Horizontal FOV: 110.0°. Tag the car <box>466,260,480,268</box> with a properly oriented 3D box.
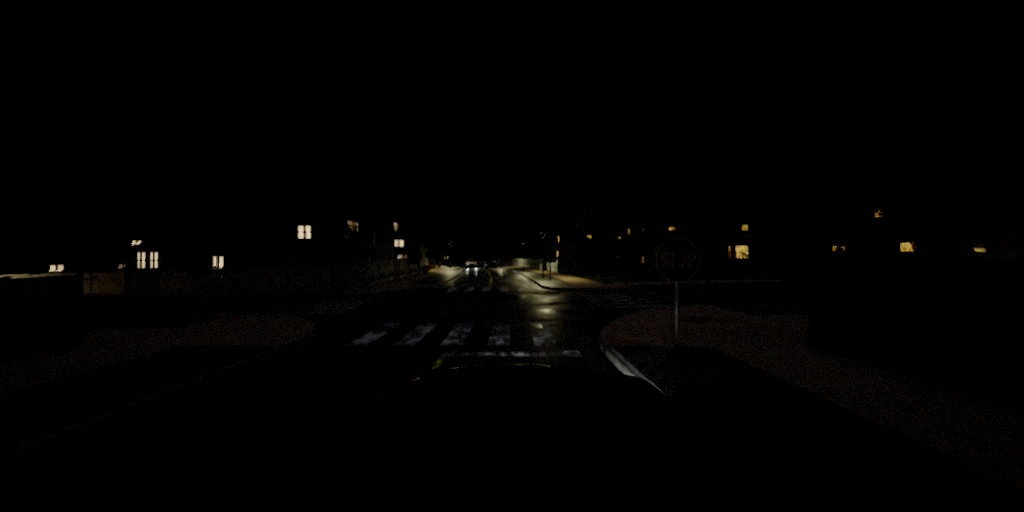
[{"bbox_3d":[-7.124,1.347,62.734,1.812,1.442,4.674,0,0,-10],"label":"car"}]

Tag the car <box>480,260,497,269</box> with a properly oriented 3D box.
[{"bbox_3d":[-3.534,1.340,58.263,2.033,1.411,5.357,0,0,-10],"label":"car"}]
